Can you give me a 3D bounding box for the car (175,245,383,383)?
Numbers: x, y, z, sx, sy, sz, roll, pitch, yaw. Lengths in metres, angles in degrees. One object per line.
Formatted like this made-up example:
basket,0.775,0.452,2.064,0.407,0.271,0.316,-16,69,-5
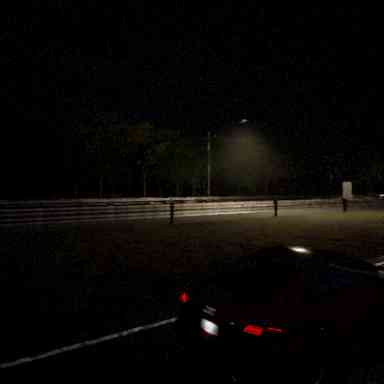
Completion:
car,1.832,1.533,5.055,4.181,1.385,1.994,0,0,-36
